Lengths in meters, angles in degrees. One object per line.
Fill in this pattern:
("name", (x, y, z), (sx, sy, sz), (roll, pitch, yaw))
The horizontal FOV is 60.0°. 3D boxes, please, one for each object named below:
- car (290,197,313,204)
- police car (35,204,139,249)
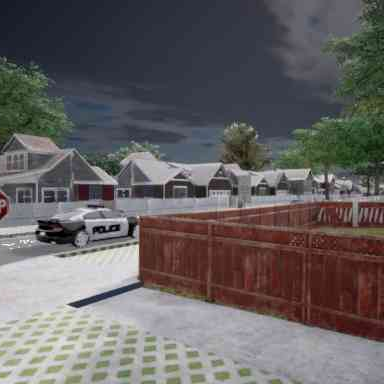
("car", (15.250, 1.396, 46.004), (2.033, 1.411, 5.357), (0, 0, 36))
("police car", (-4.120, 1.368, 14.638), (1.930, 1.638, 5.238), (0, 0, 36))
